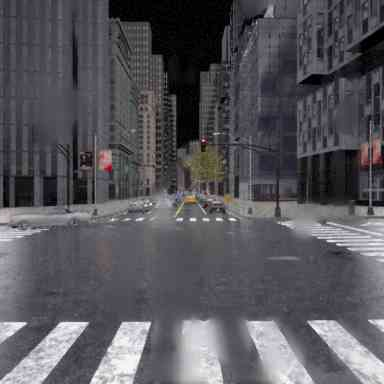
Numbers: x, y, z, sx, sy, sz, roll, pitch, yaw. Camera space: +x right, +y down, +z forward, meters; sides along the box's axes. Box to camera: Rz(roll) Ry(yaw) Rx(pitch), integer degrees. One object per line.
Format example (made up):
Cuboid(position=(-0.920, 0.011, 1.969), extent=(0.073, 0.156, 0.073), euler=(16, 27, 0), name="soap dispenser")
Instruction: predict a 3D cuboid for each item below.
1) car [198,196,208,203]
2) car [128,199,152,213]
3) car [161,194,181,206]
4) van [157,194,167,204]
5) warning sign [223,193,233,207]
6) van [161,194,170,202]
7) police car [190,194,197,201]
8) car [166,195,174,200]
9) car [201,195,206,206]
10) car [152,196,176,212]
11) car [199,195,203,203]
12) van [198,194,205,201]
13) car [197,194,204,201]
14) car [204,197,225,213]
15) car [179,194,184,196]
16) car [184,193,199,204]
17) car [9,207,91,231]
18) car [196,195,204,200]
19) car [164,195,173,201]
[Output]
Cuboid(position=(2.440, 1.588, 73.113), extent=(1.947, 1.339, 4.313), euler=(0, 0, 0), name="car")
Cuboid(position=(-5.855, 1.556, 36.280), extent=(2.008, 1.369, 4.403), euler=(0, 0, 0), name="car")
Cuboid(position=(-3.281, 1.502, 51.638), extent=(2.128, 1.511, 4.902), euler=(0, 0, 0), name="car")
Cuboid(position=(-6.045, 1.360, 66.670), extent=(1.690, 1.788, 3.998), euler=(0, 0, 0), name="van")
Cuboid(position=(4.921, 1.123, 45.420), extent=(1.300, 1.860, 1.060), euler=(0, 0, 0), name="warning sign")
Cuboid(position=(-6.113, 1.367, 77.497), extent=(1.690, 1.788, 3.998), euler=(0, 0, 0), name="van")
Cuboid(position=(0.471, 1.463, 90.505), extent=(1.930, 1.638, 5.238), euler=(0, 0, 0), name="police car")
Cuboid(position=(-6.213, 1.623, 93.735), extent=(1.802, 1.307, 4.206), euler=(0, 0, 0), name="car")
Cuboid(position=(2.602, 1.553, 47.219), extent=(1.887, 1.381, 4.507), euler=(0, 0, 0), name="car")
Cuboid(position=(-3.206, 1.531, 38.717), extent=(1.812, 1.442, 4.674), euler=(0, 0, 0), name="car")
Cuboid(position=(2.568, 1.561, 52.663), extent=(2.008, 1.369, 4.403), euler=(0, 0, 0), name="car")
Cuboid(position=(2.374, 1.372, 83.691), extent=(1.690, 1.788, 3.998), euler=(0, 0, 0), name="van")
Cuboid(position=(2.506, 1.566, 62.535), extent=(2.008, 1.369, 4.403), euler=(0, 0, 0), name="car")
Cuboid(position=(2.670, 1.555, 36.330), extent=(2.008, 1.369, 4.403), euler=(0, 0, 0), name="car")
Cuboid(position=(-3.297, 1.633, 69.332), extent=(2.033, 1.411, 5.357), euler=(0, 0, 0), name="car")
Cuboid(position=(-0.166, 1.495, 64.359), extent=(1.882, 1.535, 5.008), euler=(0, 0, -1), name="car")
Cuboid(position=(-9.022, 1.673, 21.230), extent=(4.718, 1.301, 1.895), euler=(-2, 0, -24), name="car")
Cuboid(position=(2.308, 1.592, 94.268), extent=(2.008, 1.369, 4.403), euler=(0, 0, 0), name="car")
Cuboid(position=(-6.180, 1.586, 88.323), extent=(2.008, 1.369, 4.403), euler=(0, 0, 0), name="car")
